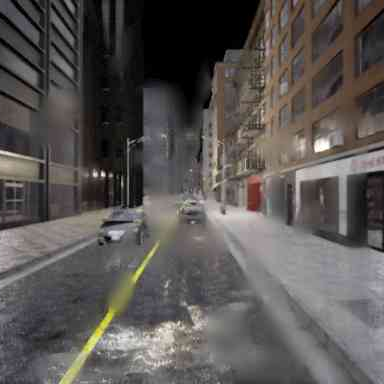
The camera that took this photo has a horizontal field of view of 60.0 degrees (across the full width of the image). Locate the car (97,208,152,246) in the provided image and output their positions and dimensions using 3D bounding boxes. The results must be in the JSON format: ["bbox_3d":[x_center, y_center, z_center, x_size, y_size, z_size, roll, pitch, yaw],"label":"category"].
[{"bbox_3d":[-3.012,1.546,15.608,2.128,1.511,4.902,0,0,0],"label":"car"}]

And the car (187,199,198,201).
[{"bbox_3d":[0.071,1.626,40.517,2.128,1.511,4.902,0,0,0],"label":"car"}]

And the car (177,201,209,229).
[{"bbox_3d":[0.083,1.582,22.203,1.837,1.490,4.892,0,0,0],"label":"car"}]
